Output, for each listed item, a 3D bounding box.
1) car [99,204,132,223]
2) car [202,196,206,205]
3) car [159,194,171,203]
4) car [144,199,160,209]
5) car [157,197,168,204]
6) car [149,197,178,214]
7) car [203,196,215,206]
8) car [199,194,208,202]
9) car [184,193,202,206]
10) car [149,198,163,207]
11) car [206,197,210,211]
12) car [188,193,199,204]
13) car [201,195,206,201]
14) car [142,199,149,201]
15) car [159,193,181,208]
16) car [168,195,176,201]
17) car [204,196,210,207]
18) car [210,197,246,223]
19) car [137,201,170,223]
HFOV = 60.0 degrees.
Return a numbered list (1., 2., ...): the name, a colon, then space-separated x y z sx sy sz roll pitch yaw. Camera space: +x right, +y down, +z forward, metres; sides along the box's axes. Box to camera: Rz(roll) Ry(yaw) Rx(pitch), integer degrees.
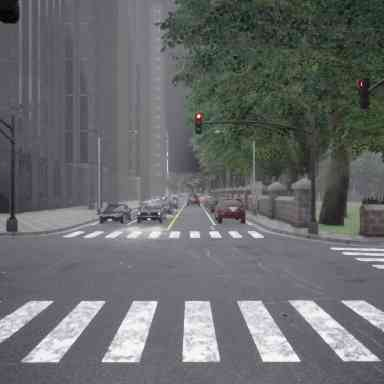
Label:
1. car: -5.696 1.577 25.261 1.947 1.339 4.313 0 0 0
2. car: 2.886 1.586 47.073 2.008 1.369 4.403 0 0 0
3. car: -5.581 1.376 68.917 2.192 1.841 5.009 0 0 0
4. car: -5.639 1.617 47.089 1.802 1.307 4.206 0 0 0
5. car: -5.596 1.636 63.460 1.802 1.307 4.206 0 0 0
6. car: -3.001 1.569 35.518 2.033 1.411 5.357 0 0 1
7. car: 2.915 1.488 57.986 1.967 1.590 4.097 0 0 0
8. car: 2.587 1.425 75.874 2.097 1.767 4.553 0 0 0
9. car: 0.245 1.399 55.687 2.097 1.767 4.553 0 0 0
10. car: -5.624 1.623 52.546 1.802 1.307 4.206 0 0 0
11. car: 2.858 1.589 36.160 1.947 1.339 4.313 0 0 0
12. car: 0.276 1.281 68.313 2.150 2.045 5.566 0 0 0
13. car: 2.901 1.482 52.530 1.967 1.590 4.097 0 0 0
14. car: -5.653 1.580 41.631 2.008 1.369 4.403 0 0 0
15. car: -2.968 1.386 45.793 2.097 1.767 4.553 0 0 0
16. car: -5.524 1.535 90.745 1.967 1.590 4.097 0 0 0
17. car: 2.872 1.580 41.616 2.008 1.369 4.403 0 0 0
18. car: 2.829 1.326 25.248 2.192 1.841 5.009 0 0 0
19. car: -3.032 1.612 25.700 1.895 1.301 4.718 0 0 0
